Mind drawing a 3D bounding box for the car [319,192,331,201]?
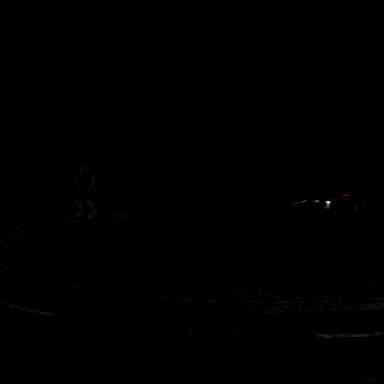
[{"bbox_3d":[24.686,0.857,61.618,1.837,1.490,4.892,1,1,27],"label":"car"}]

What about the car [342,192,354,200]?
[{"bbox_3d":[31.543,0.783,67.471,1.837,1.490,4.892,1,1,27],"label":"car"}]

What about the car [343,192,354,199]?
[{"bbox_3d":[36.209,0.715,76.788,2.128,1.511,4.902,1,0,27],"label":"car"}]
